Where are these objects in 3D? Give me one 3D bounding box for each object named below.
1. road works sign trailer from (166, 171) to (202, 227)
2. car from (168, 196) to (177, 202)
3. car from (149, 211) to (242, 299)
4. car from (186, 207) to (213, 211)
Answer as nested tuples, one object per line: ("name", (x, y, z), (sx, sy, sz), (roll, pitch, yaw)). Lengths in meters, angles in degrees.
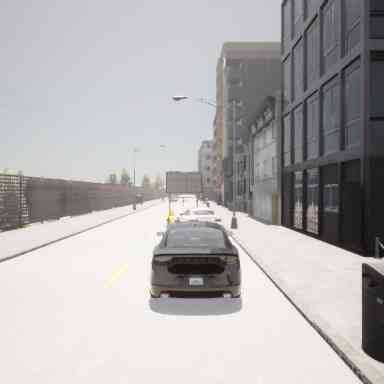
("road works sign trailer", (-0.570, 0.464, 21.380), (2.380, 3.560, 2.880), (0, 0, -17))
("car", (-4.232, 1.524, 74.184), (1.812, 1.442, 4.674), (0, 0, 0))
("car", (0.072, 1.477, 8.540), (1.882, 1.535, 5.008), (0, 0, 0))
("car", (0.380, 1.540, 17.893), (1.812, 1.442, 4.674), (0, -1, -8))
